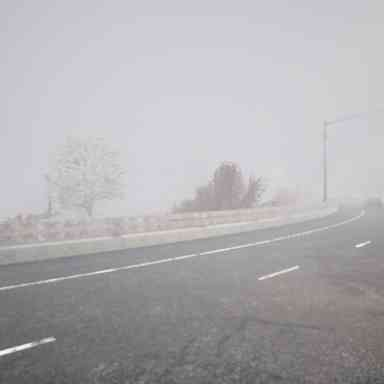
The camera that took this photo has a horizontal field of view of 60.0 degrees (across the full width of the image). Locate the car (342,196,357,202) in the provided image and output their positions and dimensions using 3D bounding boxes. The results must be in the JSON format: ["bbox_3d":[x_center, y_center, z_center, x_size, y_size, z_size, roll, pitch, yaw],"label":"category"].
[{"bbox_3d":[40.692,1.655,86.024,1.882,1.535,5.008,0,0,-2],"label":"car"}]

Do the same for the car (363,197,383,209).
[{"bbox_3d":[26.254,1.456,48.298,2.097,1.767,4.553,0,0,22],"label":"car"}]
